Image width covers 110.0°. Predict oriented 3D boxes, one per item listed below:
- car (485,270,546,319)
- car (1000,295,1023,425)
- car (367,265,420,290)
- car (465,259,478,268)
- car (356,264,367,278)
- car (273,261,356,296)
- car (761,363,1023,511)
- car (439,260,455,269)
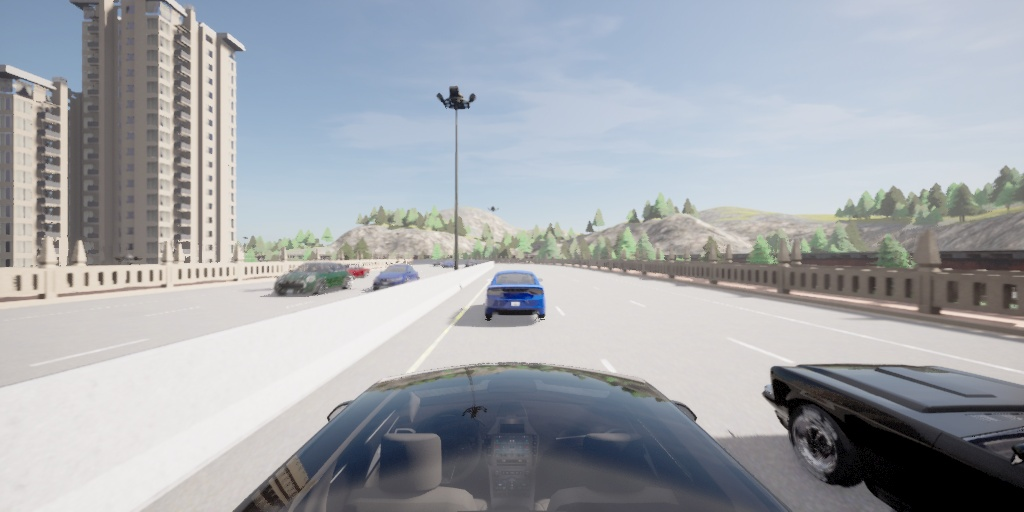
[{"bbox_3d":[0.101,1.230,12.800,1.882,1.535,5.008,0,0,0],"label":"car"},{"bbox_3d":[7.100,1.241,1.986,2.128,1.511,4.902,0,0,0],"label":"car"},{"bbox_3d":[-7.095,1.285,22.472,1.812,1.442,4.674,0,0,0],"label":"car"},{"bbox_3d":[-7.102,1.359,62.992,2.128,1.511,4.902,0,0,-1],"label":"car"},{"bbox_3d":[-14.092,1.373,31.122,1.895,1.301,4.718,0,0,0],"label":"car"},{"bbox_3d":[-10.596,1.109,19.366,2.097,1.767,4.553,0,0,0],"label":"car"},{"bbox_3d":[3.600,1.351,1.672,1.895,1.301,4.718,0,0,0],"label":"car"},{"bbox_3d":[-10.585,1.382,60.814,1.812,1.442,4.674,0,0,0],"label":"car"}]
